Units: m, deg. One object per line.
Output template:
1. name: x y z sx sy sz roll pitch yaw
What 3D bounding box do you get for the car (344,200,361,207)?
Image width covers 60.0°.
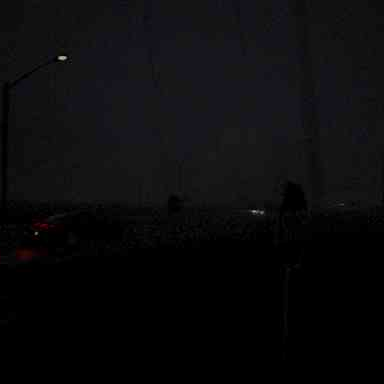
1. car: 33.645 2.371 68.936 1.837 1.490 4.892 1 0 36

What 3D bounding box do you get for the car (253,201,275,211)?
1. car: 10.697 2.027 49.258 1.994 1.385 4.181 1 1 36

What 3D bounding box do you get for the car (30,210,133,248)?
1. car: -4.983 1.597 15.767 1.882 1.535 5.008 1 0 36
